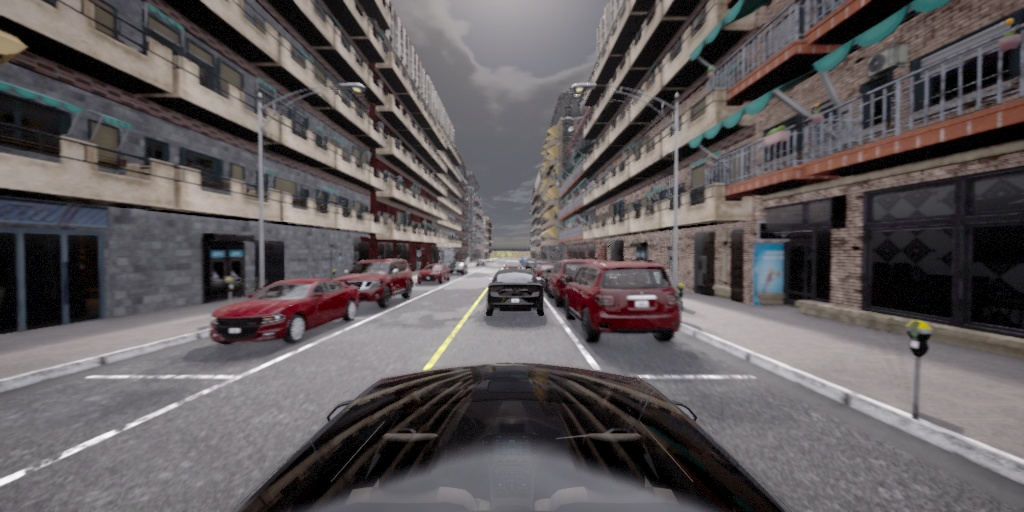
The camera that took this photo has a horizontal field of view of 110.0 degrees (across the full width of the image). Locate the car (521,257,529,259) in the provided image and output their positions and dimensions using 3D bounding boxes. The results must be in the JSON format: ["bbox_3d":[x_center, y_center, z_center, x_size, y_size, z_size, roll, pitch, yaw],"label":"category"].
[{"bbox_3d":[2.711,1.220,54.989,2.007,1.370,4.403,0,0,0],"label":"car"}]

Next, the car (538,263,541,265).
[{"bbox_3d":[2.664,1.292,21.002,1.948,1.339,4.313,0,0,0],"label":"car"}]

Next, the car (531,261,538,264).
[{"bbox_3d":[2.667,1.263,26.667,1.888,1.381,4.507,0,0,0],"label":"car"}]

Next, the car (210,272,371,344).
[{"bbox_3d":[-5.688,1.287,9.617,1.888,1.381,4.507,0,0,0],"label":"car"}]

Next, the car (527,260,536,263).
[{"bbox_3d":[2.674,1.275,32.331,1.948,1.339,4.313,0,0,0],"label":"car"}]

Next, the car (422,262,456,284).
[{"bbox_3d":[-5.681,1.264,26.610,1.888,1.381,4.507,0,0,0],"label":"car"}]

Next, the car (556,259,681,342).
[{"bbox_3d":[2.660,1.056,9.672,2.192,1.841,5.009,0,0,0],"label":"car"}]

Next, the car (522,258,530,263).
[{"bbox_3d":[2.711,1.246,49.324,1.948,1.339,4.313,0,0,0],"label":"car"}]

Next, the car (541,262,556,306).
[{"bbox_3d":[2.662,1.049,15.338,2.192,1.841,5.009,0,0,0],"label":"car"}]

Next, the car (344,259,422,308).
[{"bbox_3d":[-5.686,1.049,15.280,2.192,1.841,5.009,0,0,0],"label":"car"}]

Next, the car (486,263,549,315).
[{"bbox_3d":[0.104,1.214,13.510,1.882,1.535,5.008,0,0,0],"label":"car"}]

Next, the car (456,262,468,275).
[{"bbox_3d":[-5.677,1.266,37.941,1.948,1.339,4.313,0,0,0],"label":"car"}]

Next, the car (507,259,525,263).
[{"bbox_3d":[0.116,1.299,39.162,1.895,1.301,4.718,0,0,0],"label":"car"}]
